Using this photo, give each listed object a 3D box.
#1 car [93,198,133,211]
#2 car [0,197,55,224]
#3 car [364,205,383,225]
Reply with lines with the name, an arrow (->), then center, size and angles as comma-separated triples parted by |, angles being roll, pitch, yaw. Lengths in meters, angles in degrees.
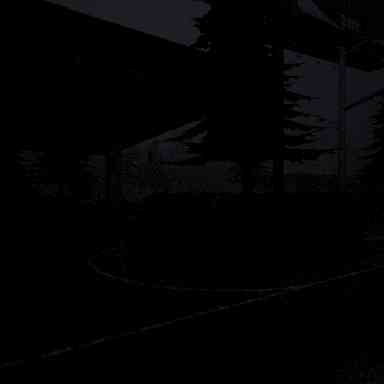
car -> -9.335, 1.445, 39.423 | 2.128, 1.511, 4.902 | 0, 1, 44
car -> -11.894, 1.313, 23.518 | 3.866, 1.878, 1.905 | 0, 0, -36
car -> 12.385, 1.376, 20.056 | 2.128, 1.511, 4.902 | -1, 4, -42
